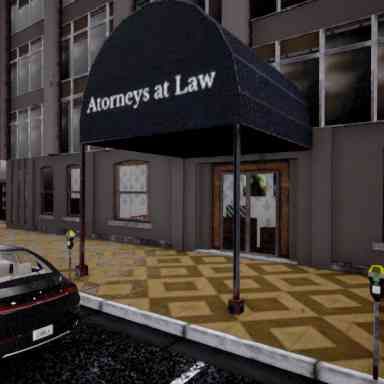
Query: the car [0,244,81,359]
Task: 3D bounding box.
[{"bbox_3d":[-3.666,1.550,5.498,4.403,1.369,2.008,0,0,36],"label":"car"}]
